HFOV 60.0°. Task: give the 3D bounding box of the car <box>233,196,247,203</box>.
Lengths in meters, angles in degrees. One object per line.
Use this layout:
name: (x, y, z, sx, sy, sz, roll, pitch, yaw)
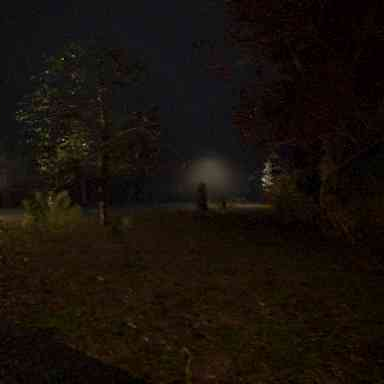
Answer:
car: (11.533, 1.713, 80.932, 2.097, 1.767, 4.553, 0, 0, 36)
